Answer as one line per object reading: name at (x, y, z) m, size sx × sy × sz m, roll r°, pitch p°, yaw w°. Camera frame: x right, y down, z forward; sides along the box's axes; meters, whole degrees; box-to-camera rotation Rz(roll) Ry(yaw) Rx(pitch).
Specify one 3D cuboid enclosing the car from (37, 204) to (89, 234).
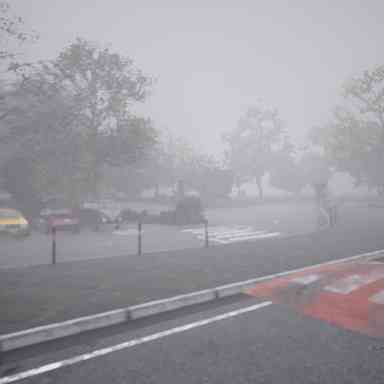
car at (-8.437, 1.690, 20.757) m, size 2.163 × 1.488 × 4.792 m, roll 1°, pitch 0°, yaw -36°

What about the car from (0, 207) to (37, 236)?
car at (-10.571, 1.633, 18.967) m, size 1.946 × 1.575 × 5.366 m, roll 1°, pitch 0°, yaw -36°

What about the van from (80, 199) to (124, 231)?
van at (-6.094, 1.458, 22.252) m, size 1.878 × 1.987 × 4.442 m, roll 1°, pitch 0°, yaw -36°
